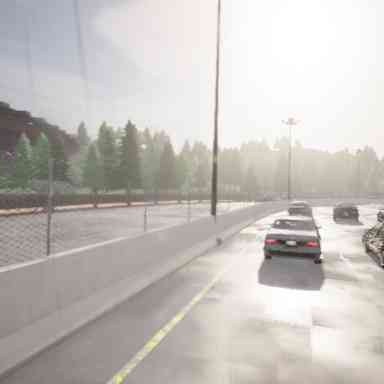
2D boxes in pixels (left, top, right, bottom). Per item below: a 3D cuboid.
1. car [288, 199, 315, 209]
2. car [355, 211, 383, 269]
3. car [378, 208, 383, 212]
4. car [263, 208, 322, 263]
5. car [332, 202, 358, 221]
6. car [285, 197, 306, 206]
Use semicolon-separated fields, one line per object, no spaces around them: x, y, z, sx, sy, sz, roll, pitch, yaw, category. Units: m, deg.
9.317;1.540;28.460;1.837;1.490;4.892;2;1;22;car
7.055;1.650;11.092;2.033;1.411;5.357;2;0;19;car
15.996;1.790;26.333;1.994;1.385;4.181;2;1;22;car
3.731;1.554;12.183;2.033;1.411;5.357;2;0;19;car
13.074;1.610;28.439;1.882;1.535;5.008;2;1;22;car
18.129;1.647;58.249;1.895;1.301;4.718;2;1;39;car
